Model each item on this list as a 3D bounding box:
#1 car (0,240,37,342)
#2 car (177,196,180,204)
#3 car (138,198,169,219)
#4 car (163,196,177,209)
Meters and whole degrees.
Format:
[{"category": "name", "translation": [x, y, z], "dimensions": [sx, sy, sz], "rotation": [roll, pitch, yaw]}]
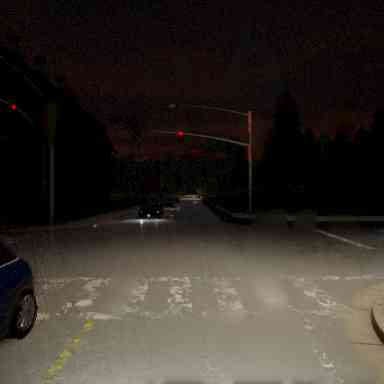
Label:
[{"category": "car", "translation": [-3.593, 1.352, 3.538], "dimensions": [2.097, 1.767, 4.553], "rotation": [0, 0, 0]}, {"category": "car", "translation": [-3.372, 1.553, 65.666], "dimensions": [1.812, 1.442, 4.674], "rotation": [0, 0, 0]}, {"category": "car", "translation": [-3.542, 1.547, 29.874], "dimensions": [2.033, 1.411, 5.357], "rotation": [0, 0, 0]}, {"category": "car", "translation": [-3.507, 1.504, 46.194], "dimensions": [1.837, 1.490, 4.892], "rotation": [0, 0, 0]}]
